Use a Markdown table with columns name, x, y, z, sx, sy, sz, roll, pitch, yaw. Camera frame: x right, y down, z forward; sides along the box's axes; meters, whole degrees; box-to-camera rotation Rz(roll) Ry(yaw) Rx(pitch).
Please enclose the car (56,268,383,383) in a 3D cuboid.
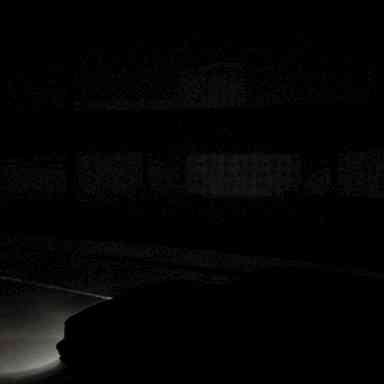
| name | x | y | z | sx | sy | sz | roll | pitch | yaw |
| --- | --- | --- | --- | --- | --- | --- | --- | --- | --- |
| car | 1.055 | 1.534 | 3.237 | 5.357 | 1.411 | 2.033 | 0 | 0 | 32 |
